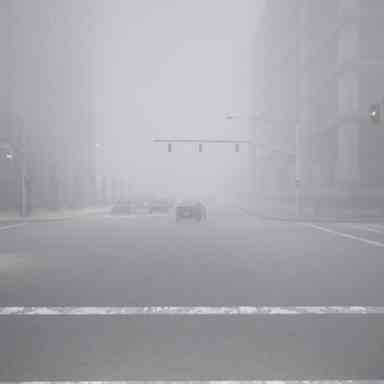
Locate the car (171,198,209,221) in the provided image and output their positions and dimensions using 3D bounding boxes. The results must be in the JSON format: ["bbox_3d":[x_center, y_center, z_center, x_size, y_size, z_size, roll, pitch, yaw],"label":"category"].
[{"bbox_3d":[-0.043,1.471,26.698,1.882,1.535,5.008,1,0,8],"label":"car"}]

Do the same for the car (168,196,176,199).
[{"bbox_3d":[-3.584,1.483,46.703,1.882,1.535,5.008,0,0,0],"label":"car"}]

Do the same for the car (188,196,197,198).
[{"bbox_3d":[0.117,1.570,54.314,1.994,1.385,4.181,0,0,0],"label":"car"}]

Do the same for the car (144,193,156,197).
[{"bbox_3d":[-7.070,1.228,54.657,2.150,2.045,5.566,0,0,0],"label":"car"}]

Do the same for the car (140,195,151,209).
[{"bbox_3d":[-7.083,1.510,44.293,1.837,1.490,4.892,0,0,0],"label":"car"}]

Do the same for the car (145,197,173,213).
[{"bbox_3d":[-3.588,1.552,37.057,2.033,1.411,5.357,0,0,0],"label":"car"}]

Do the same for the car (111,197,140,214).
[{"bbox_3d":[-7.089,1.509,34.889,1.837,1.490,4.892,0,0,0],"label":"car"}]

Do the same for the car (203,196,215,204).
[{"bbox_3d":[3.521,1.500,64.594,2.128,1.511,4.902,0,0,0],"label":"car"}]

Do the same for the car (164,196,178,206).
[{"bbox_3d":[-3.565,1.499,57.066,2.128,1.511,4.902,0,0,0],"label":"car"}]

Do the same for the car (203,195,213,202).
[{"bbox_3d":[3.524,1.517,73.669,1.812,1.442,4.674,0,0,0],"label":"car"}]

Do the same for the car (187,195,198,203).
[{"bbox_3d":[0.075,1.500,69.714,2.128,1.511,4.902,0,0,1],"label":"car"}]
